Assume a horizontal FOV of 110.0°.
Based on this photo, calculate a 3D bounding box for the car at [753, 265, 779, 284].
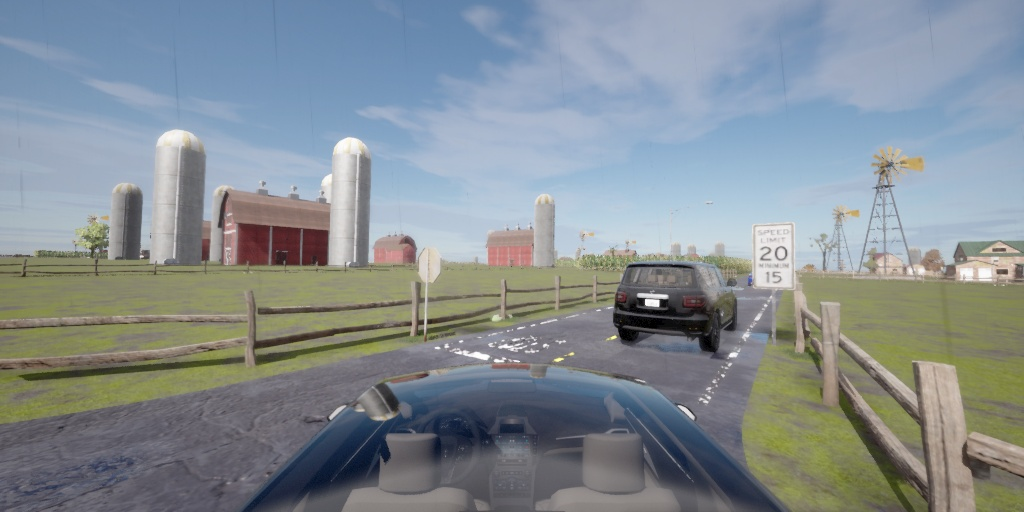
[{"bbox_3d":[30.628,2.165,43.156,2.150,2.045,5.566,-1,-2,38],"label":"car"}]

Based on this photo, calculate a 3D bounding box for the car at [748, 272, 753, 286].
[{"bbox_3d":[24.354,2.177,35.032,1.882,1.535,5.008,-1,-2,38],"label":"car"}]

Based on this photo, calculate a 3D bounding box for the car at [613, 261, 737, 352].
[{"bbox_3d":[4.676,1.171,9.862,2.150,2.045,5.566,-1,-2,38],"label":"car"}]
